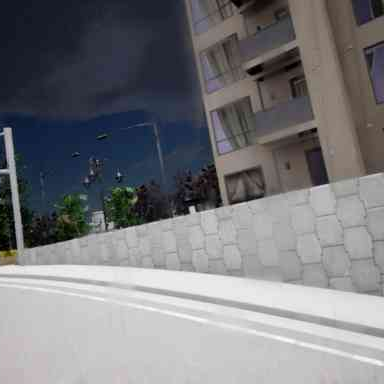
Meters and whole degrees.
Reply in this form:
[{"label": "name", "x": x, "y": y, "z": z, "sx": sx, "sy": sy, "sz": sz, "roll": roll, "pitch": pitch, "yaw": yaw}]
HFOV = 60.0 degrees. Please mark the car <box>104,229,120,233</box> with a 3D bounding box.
[{"label": "car", "x": -9.340, "y": 5.493, "z": 38.138, "sx": 2.150, "sy": 2.045, "sz": 5.566, "roll": -15, "pitch": -9, "yaw": 35}]
